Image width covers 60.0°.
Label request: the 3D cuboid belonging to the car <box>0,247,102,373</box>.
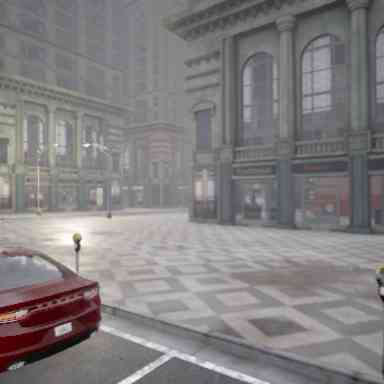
[{"bbox_3d":[-3.403,1.572,5.414,4.507,1.381,1.887,0,0,36],"label":"car"}]
